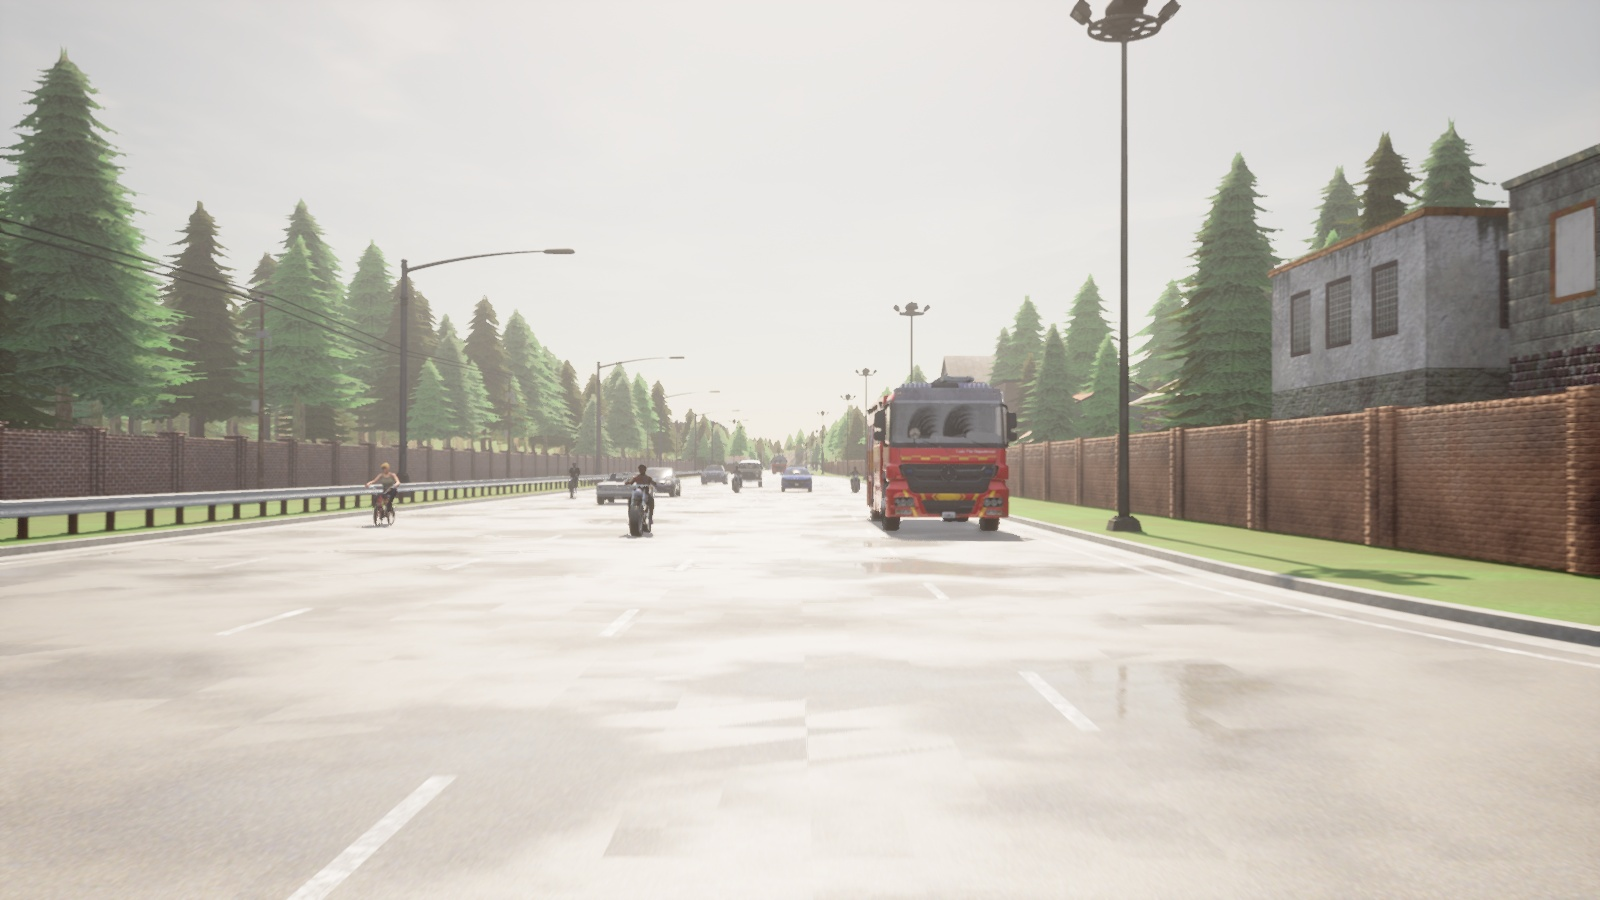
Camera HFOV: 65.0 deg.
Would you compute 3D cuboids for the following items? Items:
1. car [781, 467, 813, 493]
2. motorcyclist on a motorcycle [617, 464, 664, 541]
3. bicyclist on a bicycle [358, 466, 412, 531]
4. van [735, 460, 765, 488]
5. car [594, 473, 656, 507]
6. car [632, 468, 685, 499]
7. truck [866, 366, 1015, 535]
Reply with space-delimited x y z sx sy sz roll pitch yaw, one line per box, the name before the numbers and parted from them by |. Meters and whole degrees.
car | -0.186 1.805 77.562 1.882 1.535 5.008 0 -1 0
motorcyclist on a motorcycle | -3.568 1.145 28.338 0.766 1.649 2.350 0 -1 0
bicyclist on a bicycle | -10.572 1.208 32.032 0.866 1.612 1.509 0 -1 0
van | -3.727 1.787 94.485 2.069 2.038 4.480 0 -1 0
car | -7.124 1.614 51.571 1.895 1.301 4.718 0 -1 0
car | -7.153 1.674 63.796 2.163 1.488 4.792 0 -1 0
truck | 3.417 0.061 32.833 2.891 3.827 8.468 0 -1 0
